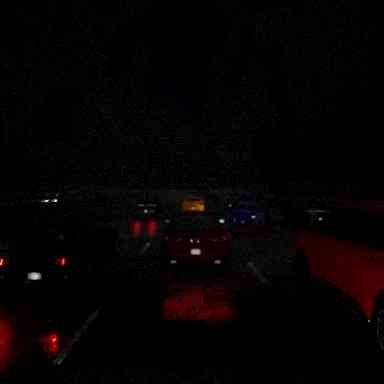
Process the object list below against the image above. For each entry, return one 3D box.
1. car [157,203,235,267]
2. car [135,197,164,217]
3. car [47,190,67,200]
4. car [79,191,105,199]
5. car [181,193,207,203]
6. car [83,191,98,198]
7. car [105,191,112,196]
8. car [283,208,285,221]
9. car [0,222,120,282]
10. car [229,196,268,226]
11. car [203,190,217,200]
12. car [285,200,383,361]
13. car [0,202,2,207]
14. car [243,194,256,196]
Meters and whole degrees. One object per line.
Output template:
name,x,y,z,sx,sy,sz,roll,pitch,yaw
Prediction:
car,0.096,1.363,11.067,1.882,1.535,5.008,0,1,0
car,-3.409,1.169,27.043,2.128,1.511,4.902,0,1,0
car,-24.533,0.476,60.322,2.097,1.767,4.553,0,1,0
car,-14.088,0.730,46.322,2.097,1.767,4.553,0,1,0
car,0.090,1.124,29.312,1.882,1.535,5.008,0,1,0
car,-21.022,0.482,68.951,1.812,1.442,4.674,0,1,0
car,-17.522,0.527,67.549,1.994,1.385,4.181,0,1,0
car,7.089,1.255,20.759,2.128,1.511,4.902,0,1,0
car,-3.403,1.505,9.411,1.895,1.301,4.718,0,1,0
car,3.494,1.234,21.311,1.882,1.535,5.008,0,1,0
car,3.481,0.604,60.255,1.882,1.535,5.008,0,1,0
car,3.499,1.171,5.629,2.150,2.045,5.566,0,1,0
car,-17.604,1.180,27.209,1.837,1.490,4.892,0,1,0
car,7.086,0.966,41.396,1.837,1.490,4.892,0,1,0
